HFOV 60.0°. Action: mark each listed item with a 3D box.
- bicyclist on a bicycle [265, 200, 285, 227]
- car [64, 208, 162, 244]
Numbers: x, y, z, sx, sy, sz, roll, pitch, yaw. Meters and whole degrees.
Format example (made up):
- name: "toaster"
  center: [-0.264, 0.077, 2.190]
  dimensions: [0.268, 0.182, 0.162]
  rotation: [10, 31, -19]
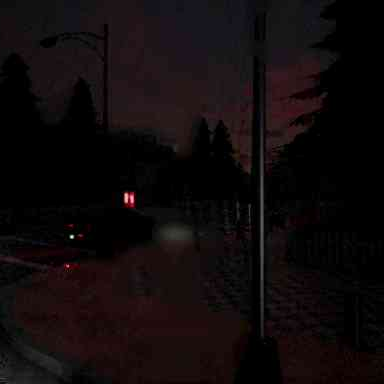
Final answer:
- name: "bicyclist on a bicycle"
  center: [4.813, 1.302, 20.061]
  dimensions: [1.656, 1.620, 0.582]
  rotation: [0, 0, 35]
- name: "car"
  center: [-3.367, 1.499, 15.087]
  dimensions: [1.837, 1.490, 4.892]
  rotation: [-1, -1, 34]
